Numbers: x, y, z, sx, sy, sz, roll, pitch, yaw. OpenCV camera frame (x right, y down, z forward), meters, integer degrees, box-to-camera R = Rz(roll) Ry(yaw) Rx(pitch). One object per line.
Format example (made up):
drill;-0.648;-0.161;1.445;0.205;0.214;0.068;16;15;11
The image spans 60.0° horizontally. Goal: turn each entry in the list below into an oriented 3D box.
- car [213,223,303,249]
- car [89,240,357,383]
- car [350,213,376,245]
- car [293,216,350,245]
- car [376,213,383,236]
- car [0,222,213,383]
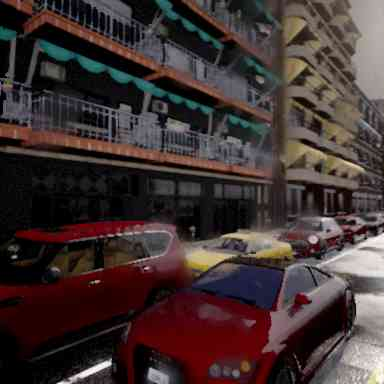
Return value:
car;1.378;1.802;9.680;1.752;1.417;4.829;0;-1;39
car;0.927;1.705;4.863;1.994;1.385;4.181;-2;-2;39
car;8.606;2.036;18.588;1.887;1.381;4.507;0;-1;39
car;5.045;1.826;14.201;1.967;1.590;4.097;0;-1;39
car;12.165;2.163;22.975;1.947;1.339;4.313;0;-1;39
car;-2.073;1.489;5.428;2.192;1.841;5.009;0;-1;39
